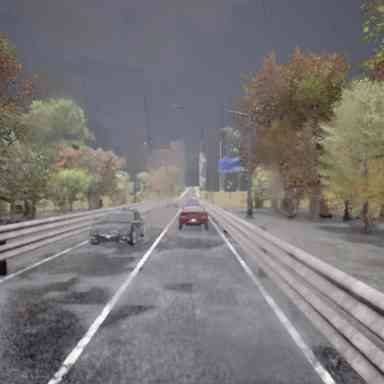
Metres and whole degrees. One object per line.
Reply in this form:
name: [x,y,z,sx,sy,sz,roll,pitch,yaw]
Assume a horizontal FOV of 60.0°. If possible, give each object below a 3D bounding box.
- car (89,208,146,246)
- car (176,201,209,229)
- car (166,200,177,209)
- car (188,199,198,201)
car: [-3.348,1.559,15.704,1.837,1.490,4.892,0,0,0]
car: [0.099,1.588,22.670,1.882,1.535,5.008,0,-1,0]
car: [-3.309,2.040,56.239,1.812,1.442,4.674,0,-1,0]
car: [0.101,1.687,41.798,2.097,1.767,4.553,0,-1,0]
